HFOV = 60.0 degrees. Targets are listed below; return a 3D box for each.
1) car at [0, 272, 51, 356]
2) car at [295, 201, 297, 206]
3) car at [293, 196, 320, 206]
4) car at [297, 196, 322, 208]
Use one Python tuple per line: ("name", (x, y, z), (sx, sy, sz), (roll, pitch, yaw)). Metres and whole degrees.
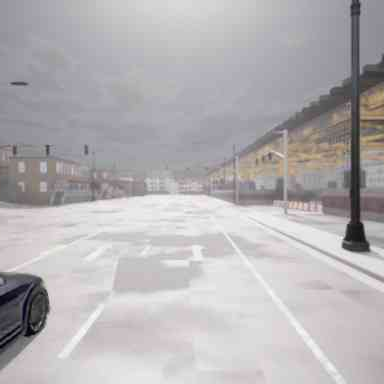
("car", (-3.400, 1.556, 3.986), (1.994, 1.385, 4.181), (0, 0, 0))
("car", (15.937, 1.372, 41.761), (2.038, 1.542, 4.974), (0, 0, -36))
("car", (15.960, 1.206, 46.407), (1.853, 1.218, 4.536), (0, 0, 44))
("car", (15.968, 1.215, 41.719), (1.853, 1.218, 4.536), (0, 0, -36))
